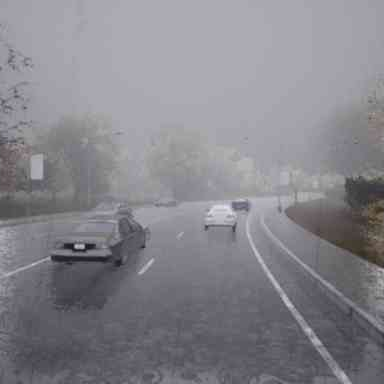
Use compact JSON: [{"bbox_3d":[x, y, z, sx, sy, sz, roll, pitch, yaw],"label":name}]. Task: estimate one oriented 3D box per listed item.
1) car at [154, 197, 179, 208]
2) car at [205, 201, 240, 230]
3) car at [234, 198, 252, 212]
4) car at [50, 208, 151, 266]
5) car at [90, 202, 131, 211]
[{"bbox_3d":[-3.367,1.434,45.151,2.033,1.411,5.357,0,0,18],"label":"car"},{"bbox_3d":[1.853,1.492,20.657,1.812,1.442,4.674,0,0,8],"label":"car"},{"bbox_3d":[5.735,1.425,38.292,1.882,1.535,5.008,0,0,16],"label":"car"},{"bbox_3d":[-2.814,1.515,11.471,2.033,1.411,5.357,0,0,5],"label":"car"},{"bbox_3d":[-5.279,1.428,21.589,2.128,1.511,4.902,0,0,9],"label":"car"}]
